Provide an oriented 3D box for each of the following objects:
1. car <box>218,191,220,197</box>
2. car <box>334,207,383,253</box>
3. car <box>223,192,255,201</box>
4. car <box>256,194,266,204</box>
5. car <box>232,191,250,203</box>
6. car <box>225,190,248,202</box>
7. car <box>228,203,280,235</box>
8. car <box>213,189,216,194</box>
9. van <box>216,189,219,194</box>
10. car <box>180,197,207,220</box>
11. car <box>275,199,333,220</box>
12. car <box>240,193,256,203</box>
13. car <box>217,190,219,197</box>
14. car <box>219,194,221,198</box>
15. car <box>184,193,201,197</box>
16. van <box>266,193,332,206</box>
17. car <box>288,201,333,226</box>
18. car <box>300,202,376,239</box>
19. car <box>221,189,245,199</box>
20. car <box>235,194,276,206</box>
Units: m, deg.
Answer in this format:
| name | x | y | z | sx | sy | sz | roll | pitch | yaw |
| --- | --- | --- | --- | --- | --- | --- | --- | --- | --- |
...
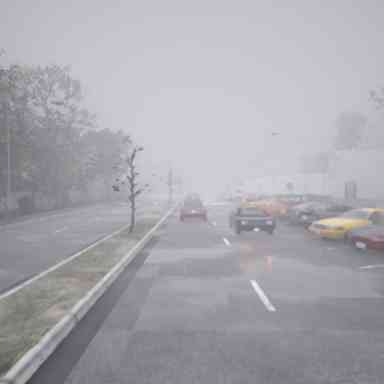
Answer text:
| name | x | y | z | sx | sy | sz | roll | pitch | yaw |
| --- | --- | --- | --- | --- | --- | --- | --- | --- | --- |
| car | 8.252 | 0.709 | 63.025 | 5.366 | 1.575 | 1.946 | 1 | 0 | -20 |
| car | 8.044 | 1.456 | 12.238 | 4.792 | 1.488 | 2.163 | 1 | 1 | -20 |
| car | 8.083 | 0.780 | 56.993 | 5.008 | 1.535 | 2.097 | 1 | 1 | -20 |
| car | 8.046 | 1.123 | 27.163 | 4.553 | 1.767 | 2.185 | 0 | 1 | -20 |
| car | 7.902 | 1.038 | 39.040 | 5.366 | 1.575 | 1.946 | 0 | 1 | -20 |
| car | 8.086 | 0.860 | 51.027 | 4.892 | 1.521 | 2.231 | 1 | 1 | -20 |
| car | 3.102 | 1.481 | 18.161 | 1.895 | 1.301 | 4.718 | 0 | 1 | 0 |
| car | 7.907 | 0.608 | 71.840 | 5.366 | 1.575 | 1.946 | 1 | 1 | -20 |
| van | 7.973 | 0.419 | 68.879 | 4.442 | 1.987 | 1.878 | 1 | 1 | -20 |
| car | 0.103 | 1.344 | 25.759 | 1.994 | 1.385 | 4.181 | 0 | 1 | 0 |
| car | 8.068 | 1.373 | 21.206 | 4.674 | 1.452 | 2.002 | 0 | 1 | -20 |
| car | 7.901 | 1.144 | 33.074 | 5.366 | 1.575 | 1.946 | 0 | 1 | -20 |
| car | 8.104 | 0.707 | 65.955 | 4.792 | 1.488 | 2.163 | 1 | 0 | -20 |
| car | 8.071 | 0.746 | 59.978 | 4.892 | 1.521 | 2.231 | 1 | 0 | -20 |
| car | 0.104 | 0.851 | 42.260 | 2.097 | 1.767 | 4.553 | 0 | 1 | 0 |
| van | 7.968 | 1.069 | 24.135 | 4.442 | 1.987 | 1.878 | 0 | 1 | -20 |
| car | 8.099 | 1.401 | 18.234 | 4.792 | 1.488 | 2.163 | 1 | 1 | -20 |
| car | 7.900 | 1.395 | 15.165 | 5.366 | 1.575 | 1.946 | 1 | 1 | -20 |
| car | 8.106 | 0.566 | 54.025 | 5.566 | 2.045 | 2.435 | 1 | 1 | -20 |
| car | 8.071 | 1.033 | 42.089 | 4.674 | 1.452 | 2.002 | 0 | 1 | -20 |
